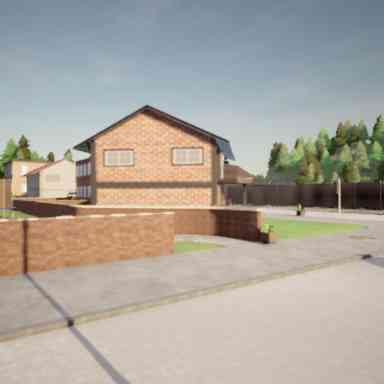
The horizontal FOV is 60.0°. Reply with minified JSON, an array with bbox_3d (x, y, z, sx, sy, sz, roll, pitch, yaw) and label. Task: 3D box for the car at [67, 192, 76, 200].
[{"bbox_3d":[-13.576,0.950,39.153,1.905,1.878,3.866,0,0,-35],"label":"car"}]
